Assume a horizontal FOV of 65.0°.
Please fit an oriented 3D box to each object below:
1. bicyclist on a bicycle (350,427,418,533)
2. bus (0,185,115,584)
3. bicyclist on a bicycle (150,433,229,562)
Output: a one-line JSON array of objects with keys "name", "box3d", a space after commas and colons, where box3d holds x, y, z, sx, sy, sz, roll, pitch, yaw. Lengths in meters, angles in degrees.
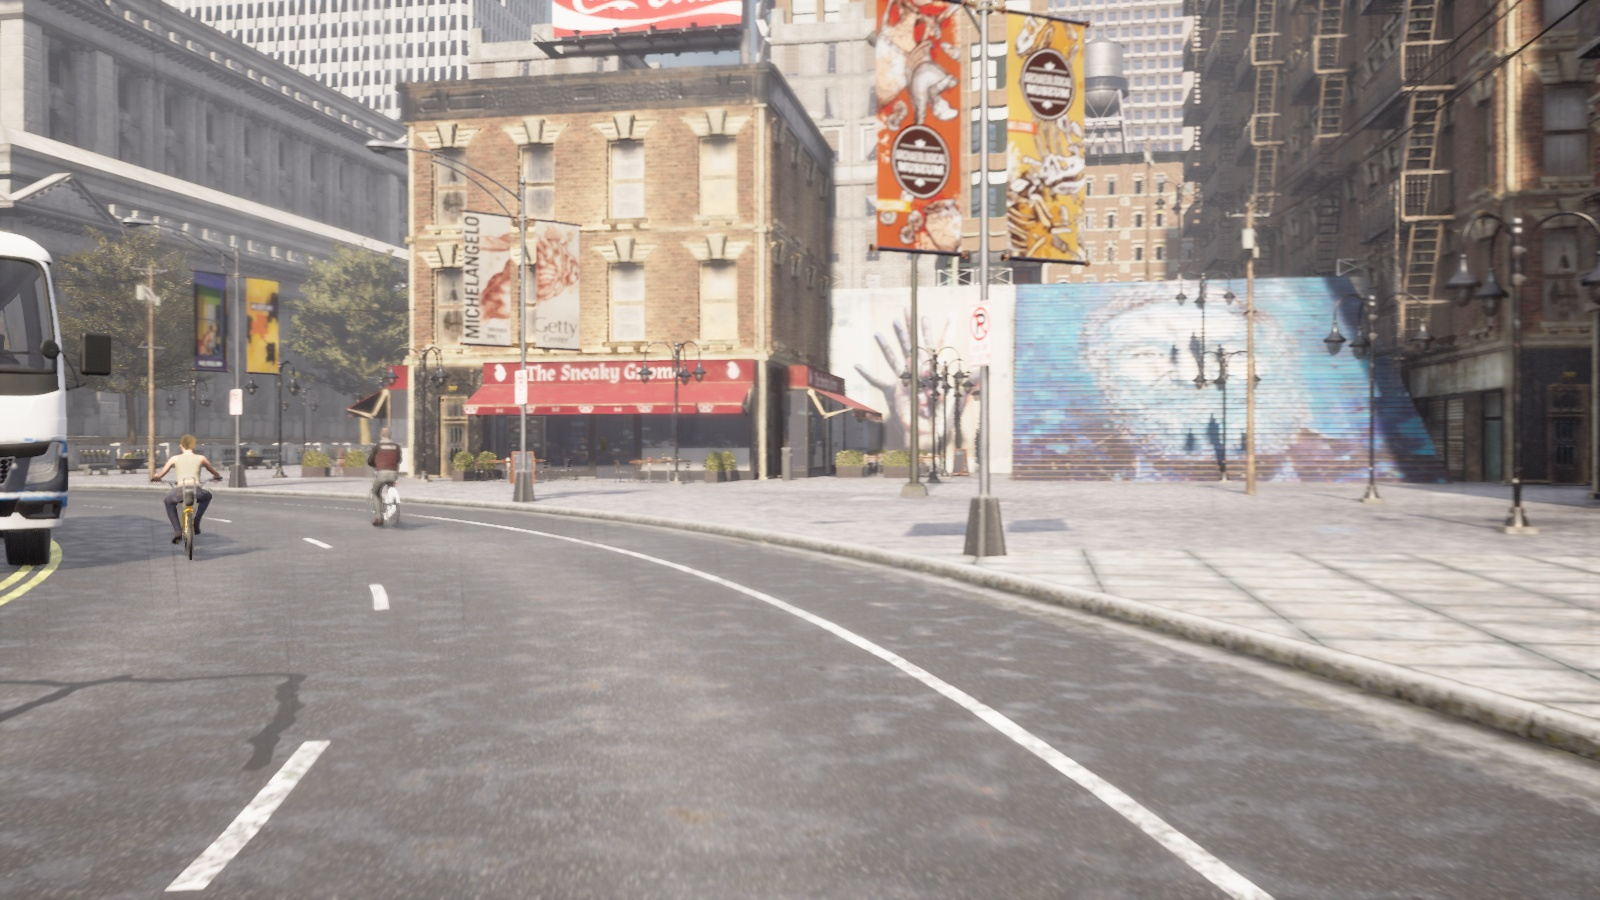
[{"name": "bicyclist on a bicycle", "box3d": [-7.313, 0.494, 22.021, 0.659, 1.776, 1.843, -1, 1, -34]}, {"name": "bus", "box3d": [-12.286, -0.724, 17.006, 3.944, 4.253, 10.273, 0, 0, -36]}, {"name": "bicyclist on a bicycle", "box3d": [-8.086, 0.591, 16.601, 0.866, 1.612, 1.509, -1, 1, -28]}]
